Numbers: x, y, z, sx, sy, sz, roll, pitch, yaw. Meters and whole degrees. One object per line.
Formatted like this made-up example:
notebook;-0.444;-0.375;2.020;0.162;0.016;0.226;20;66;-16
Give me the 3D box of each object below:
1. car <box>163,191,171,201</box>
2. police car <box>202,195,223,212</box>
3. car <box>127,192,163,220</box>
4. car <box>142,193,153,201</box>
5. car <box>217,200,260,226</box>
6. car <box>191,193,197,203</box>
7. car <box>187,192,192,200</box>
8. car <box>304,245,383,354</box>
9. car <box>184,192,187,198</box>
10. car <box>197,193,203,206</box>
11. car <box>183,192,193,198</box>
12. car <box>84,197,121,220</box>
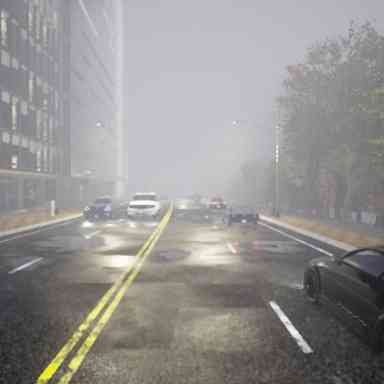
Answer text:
car;-5.811;1.076;68.526;2.033;1.411;5.357;0;0;-4
police car;2.559;1.267;35.336;2.038;1.542;4.974;0;0;-2
car;-3.769;1.046;26.870;2.150;2.045;5.566;0;0;-2
car;-9.051;1.041;68.235;1.837;1.490;4.892;0;0;-4
car;3.057;1.453;22.080;1.895;1.301;4.718;0;0;-2
car;1.455;1.152;57.421;2.033;1.411;5.357;0;0;-4
car;0.709;1.027;68.481;2.163;1.488;4.792;0;0;-4
car;3.314;1.527;5.262;1.994;1.385;4.181;0;0;0
car;-0.162;0.987;79.474;2.033;1.411;5.357;0;0;-5
car;2.070;1.210;46.381;1.812;1.442;4.674;0;0;-3
car;-1.163;0.846;90.484;2.128;1.511;4.902;0;0;-6
car;-7.010;1.181;26.387;2.097;1.767;4.553;0;0;-2
